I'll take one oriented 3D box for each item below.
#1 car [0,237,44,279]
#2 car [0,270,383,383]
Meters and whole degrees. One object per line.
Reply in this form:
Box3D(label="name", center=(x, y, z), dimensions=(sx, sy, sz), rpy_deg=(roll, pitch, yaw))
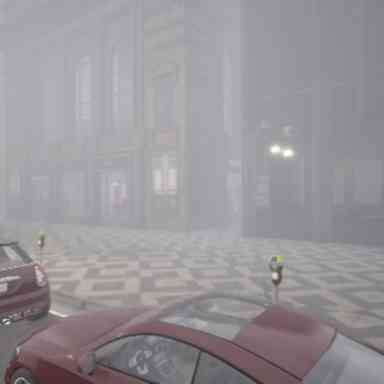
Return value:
Box3D(label="car", center=(-4.507, 1.511, 6.169), dimensions=(4.097, 1.590, 1.967), rpy_deg=(-1, 0, 35))
Box3D(label="car", center=(0.056, 1.597, 2.920), dimensions=(4.206, 1.307, 1.802), rpy_deg=(-1, 0, 35))
